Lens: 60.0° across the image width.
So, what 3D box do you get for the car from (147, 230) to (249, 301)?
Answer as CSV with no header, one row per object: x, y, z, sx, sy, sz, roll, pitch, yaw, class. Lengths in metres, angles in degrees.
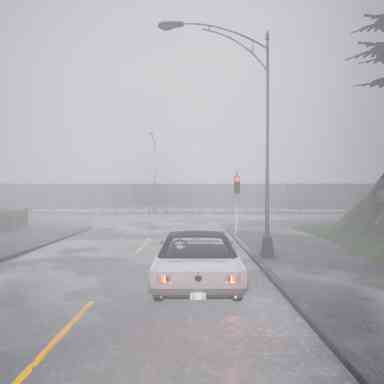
0.118,1.601,8.256,1.895,1.301,4.718,0,0,0,car
